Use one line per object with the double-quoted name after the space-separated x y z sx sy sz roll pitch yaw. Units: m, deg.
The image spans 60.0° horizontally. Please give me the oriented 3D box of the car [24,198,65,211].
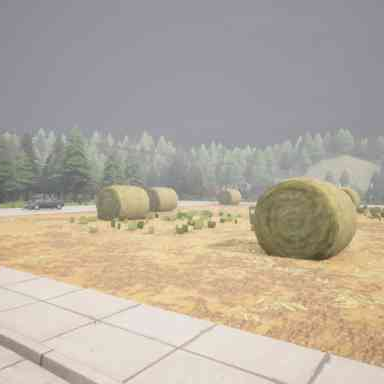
-18.323 1.499 41.437 2.128 1.511 4.902 0 0 36 "car"
